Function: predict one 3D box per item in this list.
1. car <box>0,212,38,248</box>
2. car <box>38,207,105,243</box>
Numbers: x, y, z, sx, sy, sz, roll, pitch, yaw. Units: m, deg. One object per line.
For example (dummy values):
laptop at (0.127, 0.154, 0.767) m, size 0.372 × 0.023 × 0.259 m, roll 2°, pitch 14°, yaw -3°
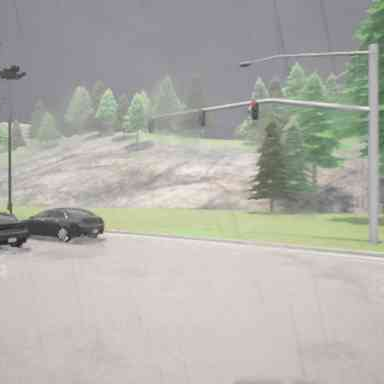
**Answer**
car at (-8.651, 1.508, 13.327) m, size 4.892 × 1.490 × 1.837 m, roll 0°, pitch 0°, yaw 30°
car at (-6.401, 1.500, 16.065) m, size 4.892 × 1.490 × 1.837 m, roll 0°, pitch 0°, yaw 30°
